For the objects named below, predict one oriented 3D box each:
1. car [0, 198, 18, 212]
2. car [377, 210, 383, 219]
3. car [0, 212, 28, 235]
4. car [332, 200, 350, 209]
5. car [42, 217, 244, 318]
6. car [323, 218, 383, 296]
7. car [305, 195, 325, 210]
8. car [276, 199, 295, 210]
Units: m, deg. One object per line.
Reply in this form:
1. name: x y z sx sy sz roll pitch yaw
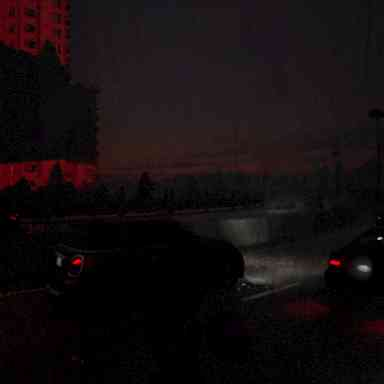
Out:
1. car: -10.294 1.269 13.943 5.566 2.045 2.150 0 0 -36
2. car: 13.161 1.611 21.147 2.033 1.411 5.357 0 0 40
3. car: -7.908 1.603 11.431 4.181 1.385 1.994 0 0 -37
4. car: 19.121 1.719 42.759 1.812 1.442 4.674 0 -1 27
5. car: -0.893 1.375 7.736 4.553 1.767 2.097 0 0 -38
6. car: 5.283 1.566 8.227 5.357 1.411 2.033 0 0 -41
7. car: 17.585 1.455 47.375 2.150 2.045 5.566 0 -1 26
8. car: 13.017 1.716 46.188 2.128 1.511 4.902 0 -1 27
